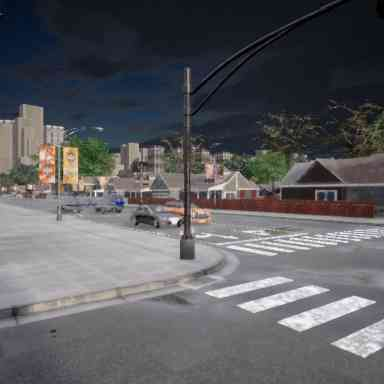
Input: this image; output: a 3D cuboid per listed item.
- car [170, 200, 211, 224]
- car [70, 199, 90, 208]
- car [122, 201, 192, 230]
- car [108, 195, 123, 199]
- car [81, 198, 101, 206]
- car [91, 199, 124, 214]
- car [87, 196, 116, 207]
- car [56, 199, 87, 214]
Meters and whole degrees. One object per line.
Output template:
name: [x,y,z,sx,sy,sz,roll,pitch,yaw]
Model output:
car: [-0.558,1.471,25.120,2.097,1.767,4.553,0,0,-35]
car: [-19.431,1.886,57.591,2.033,1.411,5.357,0,0,-34]
car: [-2.476,1.605,22.210,2.128,1.511,4.902,0,0,-35]
car: [-12.966,1.522,54.124,2.150,2.045,5.566,0,0,-36]
car: [-19.115,1.906,62.605,2.033,1.411,5.357,0,0,-35]
car: [-9.589,1.778,37.839,1.994,1.385,4.181,0,0,-35]
car: [-13.382,1.785,49.106,1.837,1.490,4.892,0,0,-35]
car: [-14.521,1.787,39.175,2.033,1.411,5.357,0,0,-35]
